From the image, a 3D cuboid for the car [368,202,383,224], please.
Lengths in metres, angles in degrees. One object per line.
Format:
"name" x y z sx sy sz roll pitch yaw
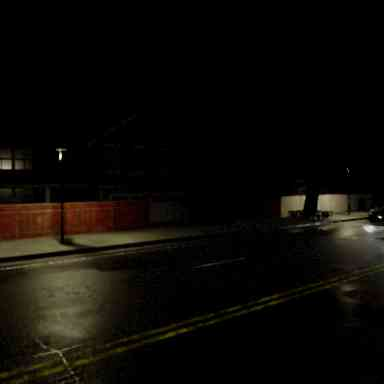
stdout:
"car" 12.976 1.201 20.876 4.892 1.490 1.837 -1 1 -35
